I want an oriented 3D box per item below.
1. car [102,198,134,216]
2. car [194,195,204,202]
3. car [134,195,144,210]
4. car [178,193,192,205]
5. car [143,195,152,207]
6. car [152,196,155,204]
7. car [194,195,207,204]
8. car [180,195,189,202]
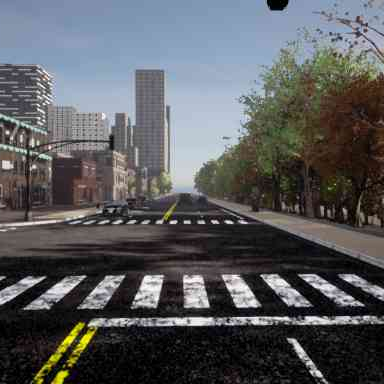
[{"bbox_3d":[-7.364,1.482,32.366,2.128,1.511,4.902,0,0,-1],"label":"car"},{"bbox_3d":[1.508,1.471,72.992,1.837,1.490,4.892,0,0,-1],"label":"car"},{"bbox_3d":[-7.589,1.490,42.009,1.837,1.490,4.892,0,0,-1],"label":"car"},{"bbox_3d":[-1.272,1.193,57.631,2.150,2.045,5.566,0,-1,-2],"label":"car"},{"bbox_3d":[-7.821,1.333,51.704,2.097,1.767,4.553,0,0,-1],"label":"car"},{"bbox_3d":[-8.026,1.468,61.967,2.128,1.511,4.902,0,0,-1],"label":"car"},{"bbox_3d":[1.851,1.454,62.887,1.882,1.535,5.008,0,0,-1],"label":"car"},{"bbox_3d":[-1.751,1.447,74.245,1.882,1.535,5.008,0,0,-1],"label":"car"}]
